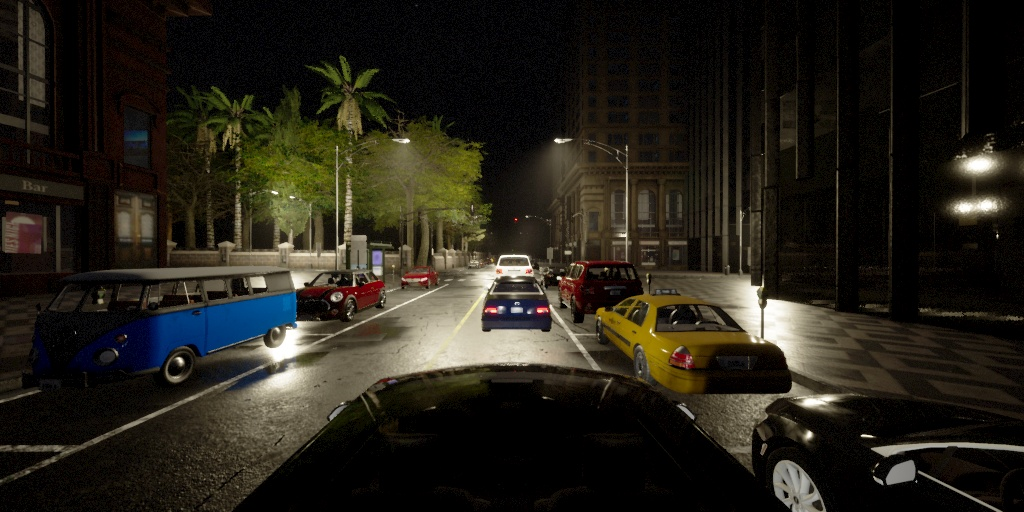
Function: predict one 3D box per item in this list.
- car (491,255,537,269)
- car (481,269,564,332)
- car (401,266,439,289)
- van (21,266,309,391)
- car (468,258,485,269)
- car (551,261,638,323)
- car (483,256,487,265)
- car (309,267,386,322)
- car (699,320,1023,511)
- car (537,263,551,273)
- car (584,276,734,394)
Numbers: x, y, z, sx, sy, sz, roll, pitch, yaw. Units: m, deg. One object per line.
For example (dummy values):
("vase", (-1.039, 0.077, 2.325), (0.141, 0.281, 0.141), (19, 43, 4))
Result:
("car", (0.111, 0.968, 21.365), (2.150, 2.045, 5.566), (0, 0, 0))
("car", (0.108, 1.296, 10.793), (2.033, 1.411, 5.357), (0, 0, 0))
("car", (-5.752, 1.327, 22.845), (1.802, 1.307, 4.207), (0, 0, 0))
("van", (-5.760, 1.090, 6.566), (1.690, 1.789, 3.998), (0, 0, 0))
("car", (-5.734, 1.275, 54.705), (2.007, 1.370, 4.403), (0, 0, 0))
("car", (2.768, 1.063, 11.972), (2.192, 1.841, 5.009), (0, 0, 0))
("car", (-5.731, 1.160, 60.125), (1.967, 1.591, 4.097), (0, 0, 0))
("car", (-5.757, 1.188, 11.993), (1.967, 1.591, 4.097), (0, 0, 0))
("car", (2.762, 1.300, 1.122), (2.007, 1.370, 4.403), (0, 0, 0))
("car", (2.774, 1.311, 22.823), (1.948, 1.339, 4.313), (0, 0, 0))
("car", (2.765, 1.275, 6.717), (1.751, 1.417, 4.829), (0, 0, 0))
